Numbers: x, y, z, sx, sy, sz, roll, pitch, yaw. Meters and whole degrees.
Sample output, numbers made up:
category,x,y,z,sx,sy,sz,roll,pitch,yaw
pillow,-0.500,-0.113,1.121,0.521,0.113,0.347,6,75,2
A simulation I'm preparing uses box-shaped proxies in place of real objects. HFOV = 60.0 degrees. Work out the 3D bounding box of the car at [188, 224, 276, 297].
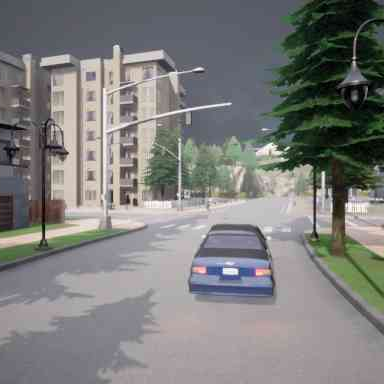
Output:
category,x,y,z,sx,sy,sz,roll,pitch,yaw
car,1.127,1.547,8.766,2.033,1.411,5.357,0,0,9
